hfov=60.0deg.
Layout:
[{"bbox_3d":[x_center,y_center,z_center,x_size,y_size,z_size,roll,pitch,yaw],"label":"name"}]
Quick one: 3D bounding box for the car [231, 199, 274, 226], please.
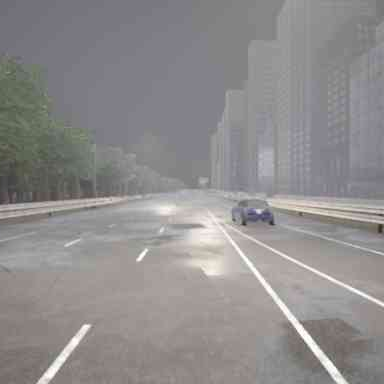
[{"bbox_3d":[4.034,1.254,22.780,2.097,1.767,4.553,0,0,-4],"label":"car"}]
